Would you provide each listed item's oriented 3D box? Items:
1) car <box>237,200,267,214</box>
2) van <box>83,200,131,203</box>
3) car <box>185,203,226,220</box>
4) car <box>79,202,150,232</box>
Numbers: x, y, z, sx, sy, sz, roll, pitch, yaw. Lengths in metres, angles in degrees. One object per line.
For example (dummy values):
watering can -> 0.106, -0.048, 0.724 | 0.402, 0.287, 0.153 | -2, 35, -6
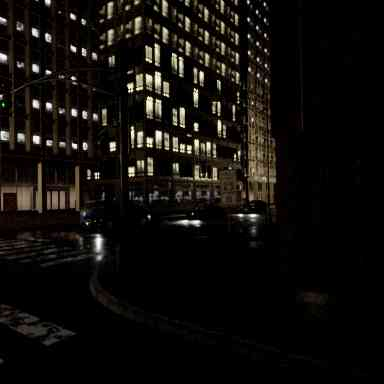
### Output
car -> 7.115, 1.632, 37.259 | 1.812, 1.442, 4.674 | -1, -1, 36
van -> -5.988, 1.460, 23.505 | 1.690, 1.788, 3.998 | -2, -1, 36
car -> 1.216, 1.649, 29.072 | 1.994, 1.385, 4.181 | -1, -1, 36
car -> -4.646, 1.571, 20.970 | 1.837, 1.490, 4.892 | -1, -1, 33
